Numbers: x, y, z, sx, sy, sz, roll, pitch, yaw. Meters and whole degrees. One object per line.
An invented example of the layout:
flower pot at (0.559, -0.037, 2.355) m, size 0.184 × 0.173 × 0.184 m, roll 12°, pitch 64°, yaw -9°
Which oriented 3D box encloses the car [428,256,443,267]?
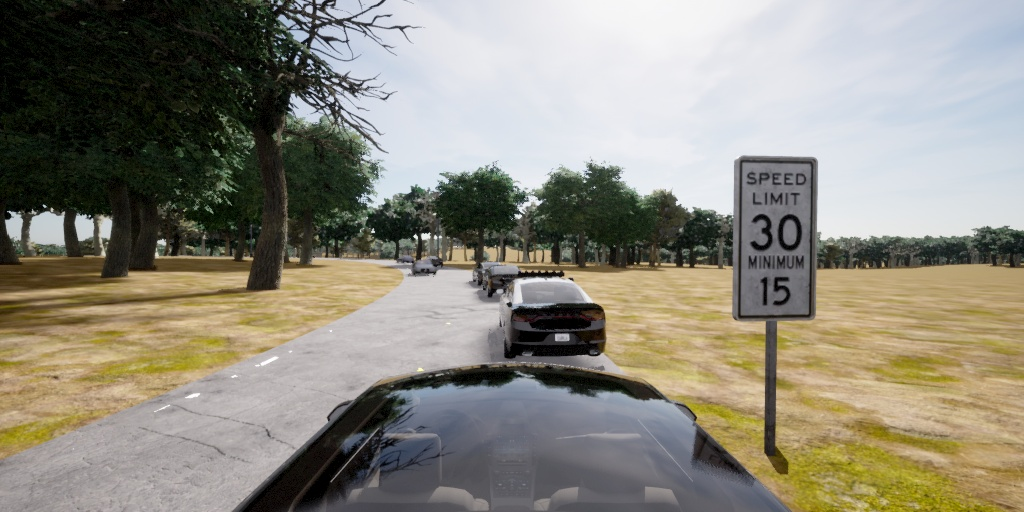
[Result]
car at (-10.589, 0.703, 47.799) m, size 1.882 × 1.535 × 5.008 m, roll 0°, pitch 1°, yaw -25°

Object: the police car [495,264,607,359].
police car at (0.675, 1.167, 8.627) m, size 1.930 × 1.638 × 5.238 m, roll 0°, pitch 0°, yaw -4°

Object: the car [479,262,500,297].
car at (-0.473, 1.174, 18.666) m, size 1.882 × 1.535 × 5.008 m, roll 0°, pitch 1°, yaw -9°

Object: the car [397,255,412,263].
car at (-18.437, 0.514, 61.886) m, size 1.994 × 1.385 × 4.181 m, roll -1°, pitch 1°, yaw -35°

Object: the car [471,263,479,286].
car at (-1.615, 1.143, 24.689) m, size 1.837 × 1.490 × 4.892 m, roll 0°, pitch 1°, yaw -12°

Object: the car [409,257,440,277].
car at (-8.006, 1.083, 32.591) m, size 1.994 × 1.385 × 4.181 m, roll 0°, pitch 1°, yaw -17°
